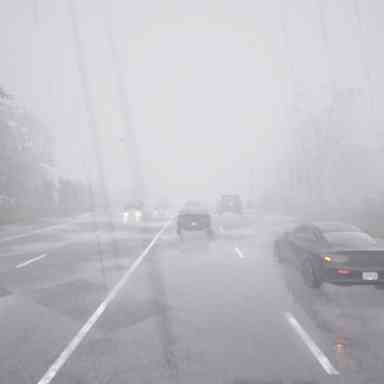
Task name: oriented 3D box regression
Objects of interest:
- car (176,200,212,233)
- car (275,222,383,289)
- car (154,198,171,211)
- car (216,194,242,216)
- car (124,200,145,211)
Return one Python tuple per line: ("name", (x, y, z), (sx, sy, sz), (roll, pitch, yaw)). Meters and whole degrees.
("car", (0.107, 1.481, 19.518), (1.882, 1.535, 5.008), (0, 0, 0))
("car", (3.603, 1.527, 9.026), (1.812, 1.442, 4.674), (0, 0, 0))
("car", (-3.572, 1.510, 41.178), (1.837, 1.490, 4.892), (0, 1, 0))
("car", (3.613, 1.227, 33.007), (2.150, 2.045, 5.566), (0, 0, 0))
("car", (-7.074, 1.608, 41.005), (1.895, 1.301, 4.718), (0, 0, 0))
